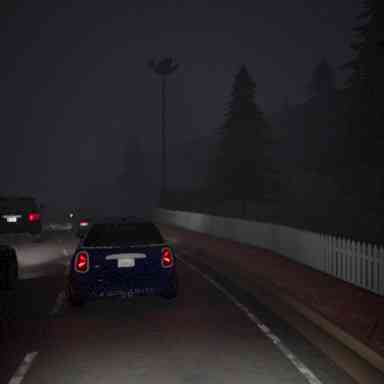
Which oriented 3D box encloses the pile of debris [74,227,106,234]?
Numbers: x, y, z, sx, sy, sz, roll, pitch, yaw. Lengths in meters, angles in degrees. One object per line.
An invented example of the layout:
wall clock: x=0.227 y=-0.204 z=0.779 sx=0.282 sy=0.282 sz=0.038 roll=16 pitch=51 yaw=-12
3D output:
pile of debris: x=-5.803 y=2.154 z=18.817 sx=1.500 sy=0.140 sz=1.860 roll=0 pitch=0 yaw=-25

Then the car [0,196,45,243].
car: x=-8.273 y=1.203 z=15.744 sx=2.150 sy=2.045 sz=5.566 roll=0 pitch=0 yaw=-24

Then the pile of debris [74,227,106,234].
pile of debris: x=-5.803 y=2.154 z=18.817 sx=1.500 sy=0.140 sz=1.860 roll=0 pitch=0 yaw=-25

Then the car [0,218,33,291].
car: x=-4.622 y=1.484 z=5.914 sx=2.128 sy=1.511 sz=4.902 roll=0 pitch=0 yaw=-13

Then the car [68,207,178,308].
car: x=-1.779 y=1.342 z=8.255 sx=2.097 sy=1.767 sz=4.553 roll=0 pitch=0 yaw=-15

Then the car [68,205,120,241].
car: x=-5.422 y=1.528 z=17.901 sx=2.033 sy=1.411 sz=5.357 roll=0 pitch=0 yaw=-24
